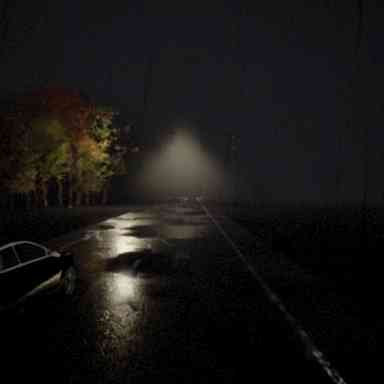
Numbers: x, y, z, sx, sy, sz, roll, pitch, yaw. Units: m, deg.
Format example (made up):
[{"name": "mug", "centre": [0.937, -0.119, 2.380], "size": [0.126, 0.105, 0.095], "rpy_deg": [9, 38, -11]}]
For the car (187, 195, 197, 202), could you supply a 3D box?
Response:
[{"name": "car", "centre": [-0.016, 1.444, 74.090], "size": [2.033, 1.411, 5.357], "rpy_deg": [0, 0, 0]}]

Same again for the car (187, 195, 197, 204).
[{"name": "car", "centre": [-0.012, 1.508, 63.666], "size": [1.882, 1.535, 5.008], "rpy_deg": [0, 0, 0]}]

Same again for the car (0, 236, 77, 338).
[{"name": "car", "centre": [-3.499, 1.497, 5.603], "size": [2.128, 1.511, 4.902], "rpy_deg": [0, 0, 0]}]

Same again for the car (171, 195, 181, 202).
[{"name": "car", "centre": [-3.515, 1.444, 74.090], "size": [2.033, 1.411, 5.357], "rpy_deg": [0, 0, 0]}]

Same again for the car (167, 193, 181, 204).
[{"name": "car", "centre": [-3.512, 1.253, 63.695], "size": [2.150, 2.045, 5.566], "rpy_deg": [0, 0, 0]}]
